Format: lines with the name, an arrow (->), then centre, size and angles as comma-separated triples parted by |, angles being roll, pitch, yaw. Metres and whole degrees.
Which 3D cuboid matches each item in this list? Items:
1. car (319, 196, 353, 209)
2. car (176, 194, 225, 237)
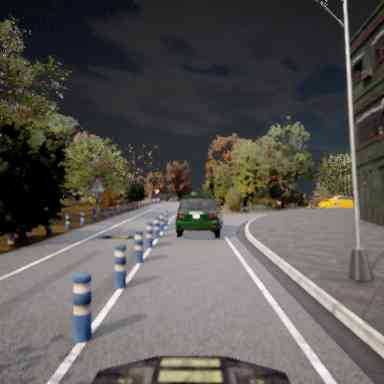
car -> 15.891, 1.152, 35.293 | 5.008, 1.535, 1.882 | -1, -6, -19
car -> 0.526, 1.130, 17.746 | 2.150, 2.045, 5.566 | 0, 1, 7
